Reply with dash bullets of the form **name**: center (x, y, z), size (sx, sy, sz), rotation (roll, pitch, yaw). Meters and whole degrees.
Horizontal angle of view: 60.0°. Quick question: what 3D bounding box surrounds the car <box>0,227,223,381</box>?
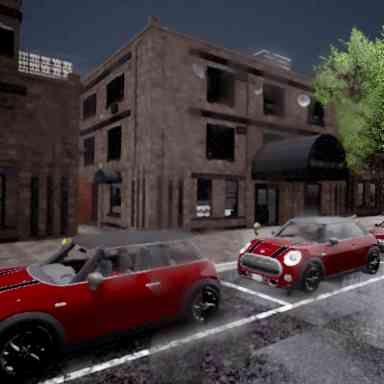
- **car**: center (-1.519, 1.433, 5.417), size (4.097, 1.590, 1.967), rotation (0, 1, -35)

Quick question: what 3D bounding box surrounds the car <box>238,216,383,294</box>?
- **car**: center (3.111, 1.414, 8.721), size (4.097, 1.590, 1.967), rotation (0, 1, -35)
